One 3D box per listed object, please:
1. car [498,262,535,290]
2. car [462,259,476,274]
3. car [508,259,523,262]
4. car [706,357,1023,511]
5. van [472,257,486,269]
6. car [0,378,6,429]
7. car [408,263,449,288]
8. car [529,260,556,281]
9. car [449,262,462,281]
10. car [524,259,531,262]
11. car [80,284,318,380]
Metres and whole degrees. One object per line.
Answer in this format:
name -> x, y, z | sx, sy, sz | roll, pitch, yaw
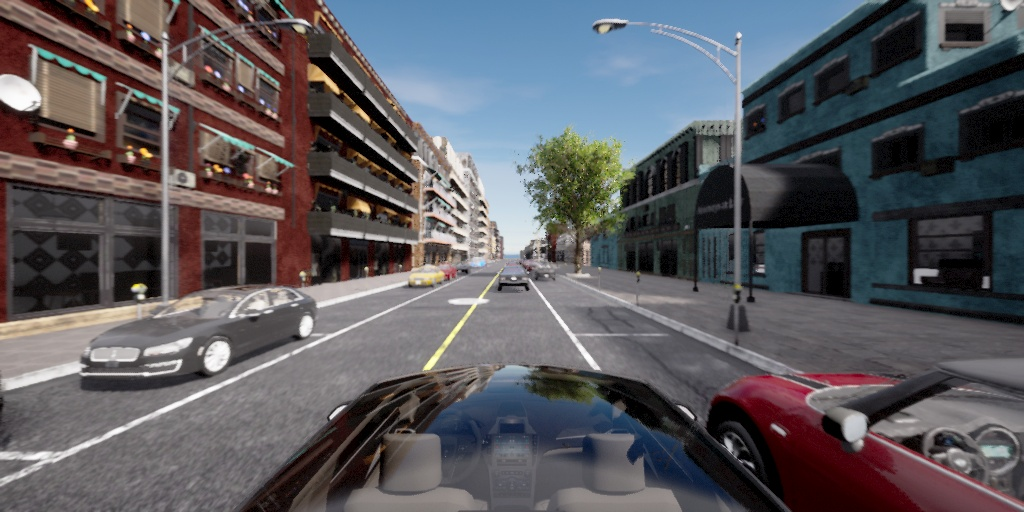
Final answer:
car -> 0.090, 1.303, 22.460 | 2.033, 1.411, 5.357 | 0, 0, 0
car -> -5.711, 1.334, 41.464 | 1.948, 1.339, 4.313 | 0, 0, 0
car -> 0.078, 1.341, 48.468 | 1.994, 1.385, 4.181 | 0, 0, 0
car -> 2.690, 1.190, 1.590 | 1.967, 1.591, 4.097 | 0, 0, 0
van -> -5.719, 1.133, 58.555 | 1.690, 1.789, 3.998 | 0, 0, 0
car -> -5.691, 1.316, 1.588 | 1.948, 1.339, 4.313 | 0, 0, 0
car -> -5.702, 1.281, 24.205 | 1.751, 1.417, 4.829 | 0, 0, 0
car -> 2.676, 1.309, 30.074 | 2.007, 1.370, 4.403 | 0, 0, 0
car -> -5.705, 1.304, 30.072 | 1.888, 1.381, 4.507 | 0, 0, 0
car -> 2.670, 1.314, 41.465 | 1.888, 1.381, 4.507 | 0, 0, 0
car -> -5.693, 1.301, 7.284 | 2.007, 1.370, 4.403 | 0, 0, 0
